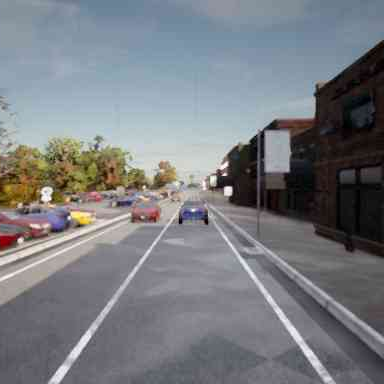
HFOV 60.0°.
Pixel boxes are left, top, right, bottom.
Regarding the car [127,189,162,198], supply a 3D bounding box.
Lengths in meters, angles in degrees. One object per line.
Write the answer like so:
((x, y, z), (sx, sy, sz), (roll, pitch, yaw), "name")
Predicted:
((-9.266, 1.009, 64.709), (5.566, 2.045, 2.435), (0, 0, 0), "car")

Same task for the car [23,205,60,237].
((-9.322, 1.554, 16.212), (4.674, 1.452, 2.002), (0, 0, 0), "car")

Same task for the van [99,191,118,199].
((-21.842, 0.756, 87.347), (4.442, 1.987, 1.878), (0, 1, 0), "van")

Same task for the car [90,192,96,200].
((-21.843, 1.288, 64.619), (4.792, 1.488, 2.163), (0, 0, 0), "car")

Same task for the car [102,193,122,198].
((-21.713, 0.926, 90.175), (4.892, 1.521, 2.231), (0, 1, 0), "car")

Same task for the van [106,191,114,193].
((-21.661, 0.926, 78.876), (4.442, 1.987, 1.878), (0, 1, 0), "van")

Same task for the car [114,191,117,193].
((-21.793, 1.124, 81.708), (4.792, 1.488, 2.163), (0, 1, 0), "car")

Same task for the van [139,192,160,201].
((-9.359, 1.010, 73.066), (4.442, 1.987, 1.878), (0, 0, 0), "van")

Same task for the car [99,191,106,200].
((-21.808, 0.993, 70.266), (5.566, 2.045, 2.435), (0, 0, 0), "car")

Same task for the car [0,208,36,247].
((-9.300, 1.545, 13.429), (4.792, 1.488, 2.163), (0, 0, 0), "car")

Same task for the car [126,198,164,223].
((-3.348, 1.449, 25.148), (1.882, 1.535, 5.008), (0, 0, 0), "car")

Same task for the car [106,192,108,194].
((-21.813, 1.234, 73.101), (5.008, 1.535, 2.097), (0, 0, 0), "car")

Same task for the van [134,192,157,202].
((-9.394, 1.027, 67.535), (4.442, 1.987, 1.878), (0, 0, 0), "van")

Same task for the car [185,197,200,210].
((0.101, 1.437, 42.993), (1.837, 1.490, 4.892), (0, 0, 0), "car")

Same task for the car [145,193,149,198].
((-9.384, 1.335, 50.581), (4.674, 1.452, 2.002), (0, 0, 0), "car")

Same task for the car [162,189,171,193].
((-9.166, 0.674, 90.154), (5.566, 2.045, 2.435), (0, 1, 0), "car")

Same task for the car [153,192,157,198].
((-9.324, 1.274, 59.059), (5.008, 1.535, 2.097), (0, 0, 0), "car")

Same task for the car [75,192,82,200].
((-21.922, 1.279, 56.148), (5.008, 1.535, 2.097), (0, 0, 0), "car")

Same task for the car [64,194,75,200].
((-21.912, 1.160, 53.449), (4.553, 1.767, 2.185), (0, 0, 0), "car")

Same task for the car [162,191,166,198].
((-9.204, 1.192, 78.859), (4.674, 1.452, 2.002), (0, 1, 0), "car")

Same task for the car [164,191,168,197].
((-9.184, 1.095, 81.684), (5.008, 1.535, 2.097), (0, 1, 0), "car")

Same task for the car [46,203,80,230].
((-9.339, 1.542, 18.995), (4.792, 1.488, 2.163), (0, 0, 0), "car")

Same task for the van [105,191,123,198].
((-21.804, 0.642, 92.996), (4.442, 1.987, 1.878), (0, 1, 0), "van")

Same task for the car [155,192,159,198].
((-9.317, 1.267, 61.884), (5.008, 1.535, 2.097), (0, 0, 0), "car")

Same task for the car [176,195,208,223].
((0.100, 1.323, 25.188), (2.097, 1.767, 4.553), (0, 0, 0), "car")

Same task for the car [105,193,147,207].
((-9.428, 1.331, 47.755), (4.792, 1.488, 2.163), (0, 0, 0), "car")

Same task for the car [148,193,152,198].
((-9.367, 1.328, 53.407), (4.674, 1.452, 2.002), (0, 0, 0), "car")

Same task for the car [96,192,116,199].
((-21.713, 0.915, 84.402), (4.553, 1.767, 2.185), (0, 1, 0), "car")

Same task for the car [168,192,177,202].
((-3.210, 1.308, 66.520), (1.812, 1.442, 4.674), (0, 1, 0), "car")

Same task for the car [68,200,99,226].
((-9.114, 1.508, 21.778), (5.366, 1.575, 1.946), (0, 0, 0), "car")

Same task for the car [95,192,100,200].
((-21.825, 1.281, 67.443), (4.792, 1.488, 2.163), (0, 0, 0), "car")

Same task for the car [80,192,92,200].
((-21.896, 1.266, 61.920), (4.892, 1.521, 2.231), (0, 0, 0), "car")

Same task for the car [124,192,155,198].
((-9.532, 1.278, 56.234), (5.366, 1.575, 1.946), (0, 0, 0), "car")
